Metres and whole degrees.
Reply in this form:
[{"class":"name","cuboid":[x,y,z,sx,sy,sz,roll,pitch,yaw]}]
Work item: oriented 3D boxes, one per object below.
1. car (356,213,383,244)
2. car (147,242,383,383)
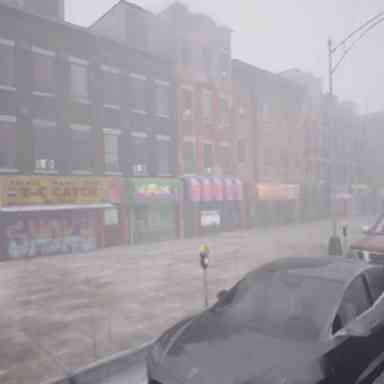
[{"class":"car","cuboid":[5.529,1.307,8.002,5.009,1.841,2.192,-1,-1,-43]},{"class":"car","cuboid":[1.468,1.595,4.264,4.313,1.339,1.947,0,-2,-43]}]
